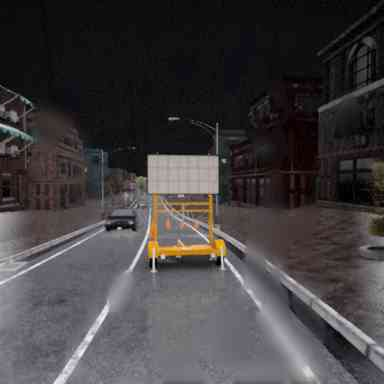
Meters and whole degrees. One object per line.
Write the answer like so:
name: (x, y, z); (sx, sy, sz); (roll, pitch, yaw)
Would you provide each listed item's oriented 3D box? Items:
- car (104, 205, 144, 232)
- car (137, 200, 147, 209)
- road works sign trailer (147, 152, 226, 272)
car: (-4.502, 1.791, 21.998); (2.033, 1.411, 5.357); (0, -1, -6)
car: (-9.512, 2.364, 63.687); (2.128, 1.511, 4.902); (0, 1, -6)
road works sign trailer: (-0.301, 0.497, 10.956); (2.380, 3.560, 2.880); (0, -1, -9)
